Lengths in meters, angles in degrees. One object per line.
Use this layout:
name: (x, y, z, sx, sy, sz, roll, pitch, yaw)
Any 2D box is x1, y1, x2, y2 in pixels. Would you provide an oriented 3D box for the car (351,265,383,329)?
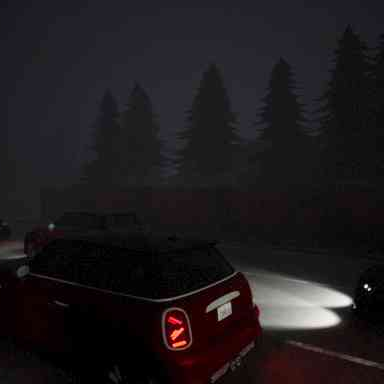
car: (4.709, 1.564, 4.929, 4.181, 1.385, 1.994, 0, 0, 36)

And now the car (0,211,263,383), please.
car: (-1.364, 1.352, 4.957, 4.553, 1.767, 2.097, 0, 0, 36)

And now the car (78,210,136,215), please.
car: (-3.426, 1.352, 10.728, 4.553, 1.767, 2.097, 0, 0, 35)
